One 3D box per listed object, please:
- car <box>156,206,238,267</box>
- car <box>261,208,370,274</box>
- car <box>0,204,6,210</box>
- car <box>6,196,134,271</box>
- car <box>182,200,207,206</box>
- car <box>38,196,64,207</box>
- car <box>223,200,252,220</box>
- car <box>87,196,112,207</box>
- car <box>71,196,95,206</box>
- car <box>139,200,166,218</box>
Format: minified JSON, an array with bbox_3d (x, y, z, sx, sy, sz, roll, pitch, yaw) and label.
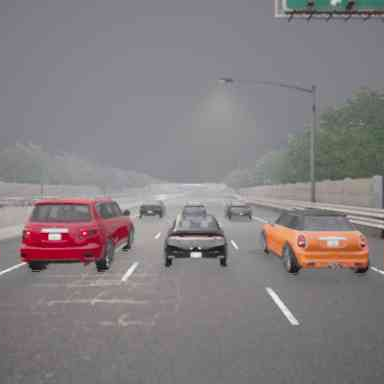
[{"bbox_3d":[0.119,1.463,11.329,2.128,1.511,4.902,0,0,0],"label":"car"},{"bbox_3d":[3.616,1.325,10.634,2.097,1.767,4.553,0,0,0],"label":"car"},{"bbox_3d":[-14.004,1.419,27.350,2.128,1.511,4.902,0,0,0],"label":"car"},{"bbox_3d":[-3.382,1.193,10.897,2.150,2.045,5.566,0,0,0],"label":"car"},{"bbox_3d":[0.189,1.420,27.238,2.128,1.511,4.902,0,0,0],"label":"car"},{"bbox_3d":[-20.770,1.395,49.237,1.812,1.442,4.674,0,0,1],"label":"car"},{"bbox_3d":[3.690,1.420,27.209,2.128,1.511,4.902,0,0,0],"label":"car"},{"bbox_3d":[-13.757,1.417,49.853,2.033,1.411,5.357,0,0,1],"label":"car"},{"bbox_3d":[-17.206,1.409,52.922,2.033,1.411,5.357,0,0,1],"label":"car"},{"bbox_3d":[-3.301,1.402,28.744,1.882,1.535,5.008,0,0,0],"label":"car"}]
